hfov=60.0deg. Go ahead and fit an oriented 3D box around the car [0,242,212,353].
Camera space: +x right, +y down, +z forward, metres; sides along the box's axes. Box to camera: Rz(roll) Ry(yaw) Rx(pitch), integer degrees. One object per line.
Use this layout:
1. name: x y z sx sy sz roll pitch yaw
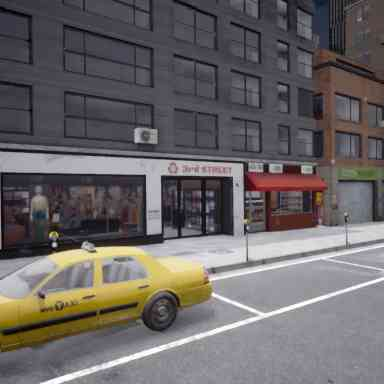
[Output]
1. car: -1.912 1.525 5.295 4.829 1.417 1.752 0 -1 -35
